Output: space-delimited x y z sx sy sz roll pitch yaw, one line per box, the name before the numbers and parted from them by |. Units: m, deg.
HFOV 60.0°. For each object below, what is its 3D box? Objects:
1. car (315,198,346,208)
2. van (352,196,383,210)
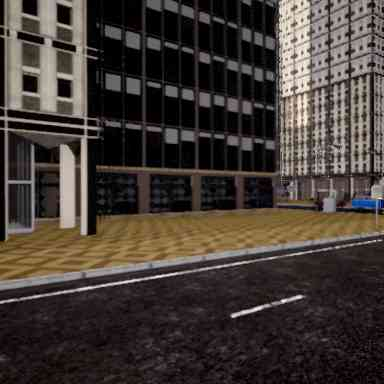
car | 20.145 1.584 48.570 1.887 1.381 4.507 0 0 -34
van | 23.324 1.405 44.034 1.690 1.788 3.998 0 0 -34
